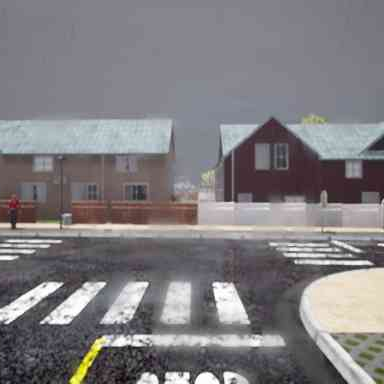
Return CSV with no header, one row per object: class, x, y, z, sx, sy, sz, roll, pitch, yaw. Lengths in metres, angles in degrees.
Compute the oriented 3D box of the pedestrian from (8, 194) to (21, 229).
pedestrian,-9.365,1.013,17.426,0.375,1.860,0.375,0,0,1
